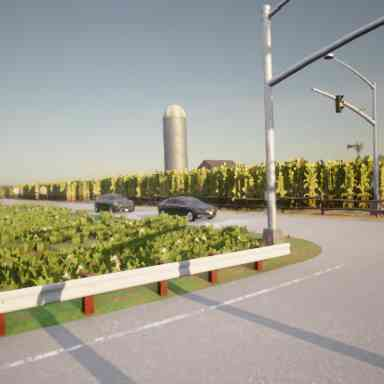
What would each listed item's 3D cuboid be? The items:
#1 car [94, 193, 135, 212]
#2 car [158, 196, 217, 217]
[{"bbox_3d":[-7.057,0.964,30.062,2.097,1.767,4.553,-4,2,-40],"label":"car"},{"bbox_3d":[-0.414,1.077,22.249,1.837,1.490,4.892,-4,2,-40],"label":"car"}]
